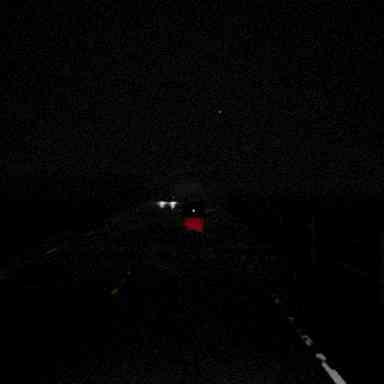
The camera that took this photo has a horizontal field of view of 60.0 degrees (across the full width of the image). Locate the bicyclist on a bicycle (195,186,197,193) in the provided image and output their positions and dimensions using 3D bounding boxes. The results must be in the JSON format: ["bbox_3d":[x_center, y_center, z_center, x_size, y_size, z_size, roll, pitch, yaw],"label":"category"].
[{"bbox_3d":[1.001,-0.567,79.868,0.582,1.620,1.656,0,2,0],"label":"bicyclist on a bicycle"}]

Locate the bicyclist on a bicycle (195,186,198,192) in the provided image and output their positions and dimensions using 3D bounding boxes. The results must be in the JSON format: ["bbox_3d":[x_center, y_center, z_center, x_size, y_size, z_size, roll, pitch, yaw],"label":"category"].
[{"bbox_3d":[0.997,-0.180,70.876,0.582,1.620,1.656,0,2,0],"label":"bicyclist on a bicycle"}]

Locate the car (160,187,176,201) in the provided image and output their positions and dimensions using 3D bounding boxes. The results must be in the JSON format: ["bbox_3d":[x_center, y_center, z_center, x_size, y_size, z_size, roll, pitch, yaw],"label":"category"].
[{"bbox_3d":[-3.557,0.302,50.007,2.150,2.045,5.566,0,2,0],"label":"car"}]

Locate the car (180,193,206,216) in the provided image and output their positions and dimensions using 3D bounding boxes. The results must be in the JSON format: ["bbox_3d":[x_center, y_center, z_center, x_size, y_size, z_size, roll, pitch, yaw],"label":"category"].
[{"bbox_3d":[0.116,1.129,28.101,1.837,1.490,4.892,0,1,0],"label":"car"}]
